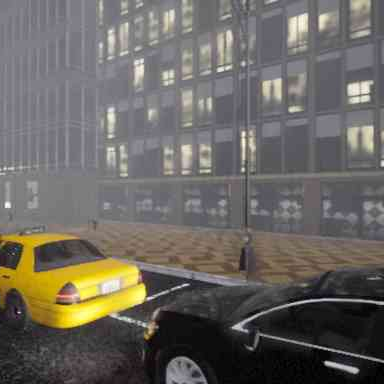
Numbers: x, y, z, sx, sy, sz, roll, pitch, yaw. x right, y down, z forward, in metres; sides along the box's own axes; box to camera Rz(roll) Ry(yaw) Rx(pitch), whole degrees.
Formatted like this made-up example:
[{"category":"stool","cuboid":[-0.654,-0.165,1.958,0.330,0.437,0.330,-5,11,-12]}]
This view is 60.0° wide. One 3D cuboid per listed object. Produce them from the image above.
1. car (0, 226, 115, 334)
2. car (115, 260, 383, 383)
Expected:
[{"category":"car","cuboid":[-3.366,1.480,6.787,5.366,1.575,1.801,0,0,36]},{"category":"car","cuboid":[1.656,1.525,3.168,4.892,1.490,1.837,0,0,36]}]
